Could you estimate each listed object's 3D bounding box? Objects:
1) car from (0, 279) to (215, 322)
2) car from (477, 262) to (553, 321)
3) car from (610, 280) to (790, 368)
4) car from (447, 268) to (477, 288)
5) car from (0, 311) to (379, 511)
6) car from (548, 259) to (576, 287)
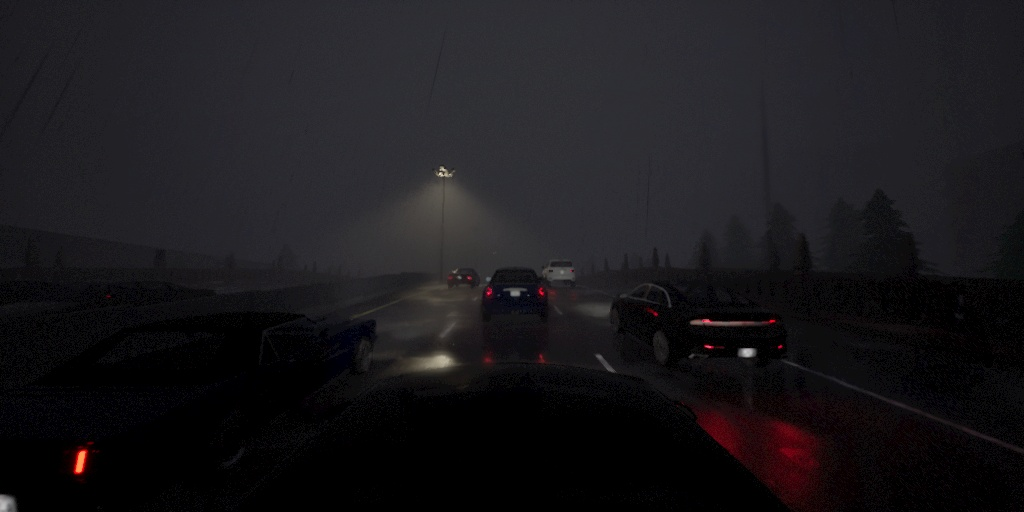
[{"bbox_3d":[-10.598,1.333,9.461,2.033,1.411,5.357,0,0,0],"label":"car"},{"bbox_3d":[0.099,1.157,12.898,2.097,1.767,4.553,0,0,0],"label":"car"},{"bbox_3d":[3.599,1.273,7.909,2.128,1.511,4.902,0,0,0],"label":"car"},{"bbox_3d":[-3.399,1.562,25.839,2.033,1.411,5.357,0,-2,0],"label":"car"},{"bbox_3d":[-3.402,1.364,4.589,1.895,1.301,4.718,0,0,0],"label":"car"},{"bbox_3d":[3.613,1.345,28.382,2.150,2.045,5.566,0,-3,0],"label":"car"}]
